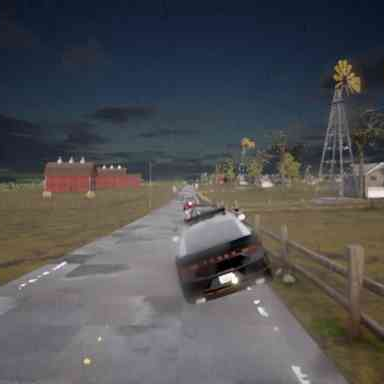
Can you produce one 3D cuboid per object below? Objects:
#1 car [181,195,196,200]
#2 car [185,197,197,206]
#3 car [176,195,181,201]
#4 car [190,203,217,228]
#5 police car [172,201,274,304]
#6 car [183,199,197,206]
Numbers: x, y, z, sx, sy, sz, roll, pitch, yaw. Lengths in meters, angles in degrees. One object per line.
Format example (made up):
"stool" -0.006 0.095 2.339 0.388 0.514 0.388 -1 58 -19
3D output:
"car" -0.111 1.595 46.426 2.097 1.767 4.553 0 0 0
"car" -0.162 1.670 59.944 2.128 1.511 4.902 0 0 0
"car" -2.976 1.391 82.962 2.033 1.411 5.357 0 1 0
"car" 0.760 1.661 24.509 1.837 1.490 4.892 0 0 0
"police car" 0.547 1.266 8.590 1.930 1.638 5.238 -18 2 0
"car" 0.702 1.452 18.469 2.097 1.767 4.553 -1 -1 0
